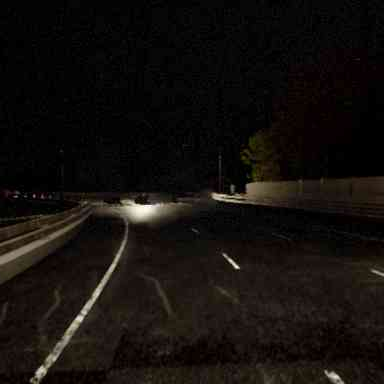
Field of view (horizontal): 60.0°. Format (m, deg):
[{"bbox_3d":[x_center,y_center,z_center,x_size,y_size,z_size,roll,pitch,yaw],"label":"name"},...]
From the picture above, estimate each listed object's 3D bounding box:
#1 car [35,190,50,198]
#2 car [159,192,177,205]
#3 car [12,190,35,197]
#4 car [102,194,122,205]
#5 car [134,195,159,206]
[{"bbox_3d":[-40.339,0.419,86.672,5.566,2.045,2.150,0,1,35],"label":"car"},{"bbox_3d":[-3.754,0.798,46.876,2.097,1.767,4.553,-1,1,-24],"label":"car"},{"bbox_3d":[-42.581,0.710,83.969,5.008,1.535,1.882,0,1,35],"label":"car"},{"bbox_3d":[-11.030,1.033,45.854,1.812,1.442,4.674,-1,1,-26],"label":"car"},{"bbox_3d":[-6.358,1.062,44.153,1.994,1.385,4.181,-1,1,-24],"label":"car"}]
